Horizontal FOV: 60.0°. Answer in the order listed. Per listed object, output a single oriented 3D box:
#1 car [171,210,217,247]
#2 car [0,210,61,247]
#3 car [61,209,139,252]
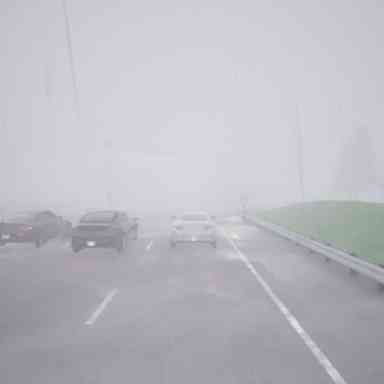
[{"bbox_3d":[0.071,1.505,14.690,1.812,1.442,4.674,0,0,0],"label":"car"},{"bbox_3d":[-6.929,1.504,14.753,1.812,1.442,4.674,0,0,0],"label":"car"},{"bbox_3d":[-3.434,1.487,13.791,1.837,1.490,4.892,0,1,0],"label":"car"}]
